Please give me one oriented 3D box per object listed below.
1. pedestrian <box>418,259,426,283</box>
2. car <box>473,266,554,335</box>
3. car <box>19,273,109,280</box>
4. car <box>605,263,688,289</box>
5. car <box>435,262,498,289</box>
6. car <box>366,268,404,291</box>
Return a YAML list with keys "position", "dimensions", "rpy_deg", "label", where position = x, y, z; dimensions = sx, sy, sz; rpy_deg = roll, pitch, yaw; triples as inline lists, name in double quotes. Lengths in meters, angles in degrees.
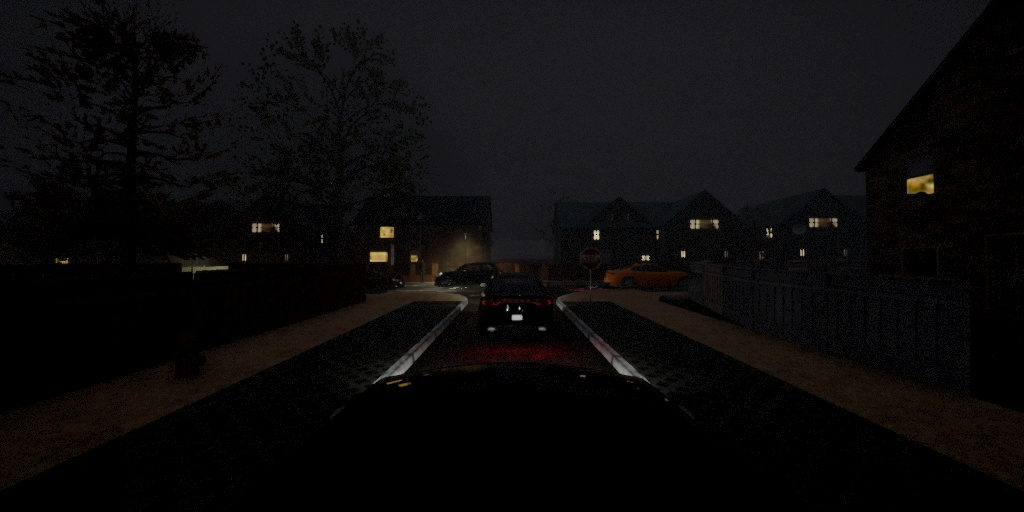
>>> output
- position: [-6.731, 1.122, 26.911]
  dimensions: [0.375, 1.860, 0.375]
  rpy_deg: [0, -1, 1]
  label: "pedestrian"
- position: [0.061, 1.233, 10.580]
  dimensions: [1.882, 1.535, 5.008]
  rpy_deg: [0, 0, -1]
  label: "car"
- position: [-26.602, 1.538, 21.289]
  dimensions: [4.902, 1.511, 2.128]
  rpy_deg: [-1, -1, 1]
  label: "car"
- position: [7.965, 1.172, 20.863]
  dimensions: [5.008, 1.535, 1.882]
  rpy_deg: [0, -1, 1]
  label: "car"
- position: [-2.799, 1.222, 23.946]
  dimensions: [4.553, 1.767, 2.097]
  rpy_deg: [0, -1, 1]
  label: "car"
- position: [-8.524, 1.413, 21.063]
  dimensions: [4.181, 1.385, 1.994]
  rpy_deg: [-1, -1, 1]
  label: "car"
